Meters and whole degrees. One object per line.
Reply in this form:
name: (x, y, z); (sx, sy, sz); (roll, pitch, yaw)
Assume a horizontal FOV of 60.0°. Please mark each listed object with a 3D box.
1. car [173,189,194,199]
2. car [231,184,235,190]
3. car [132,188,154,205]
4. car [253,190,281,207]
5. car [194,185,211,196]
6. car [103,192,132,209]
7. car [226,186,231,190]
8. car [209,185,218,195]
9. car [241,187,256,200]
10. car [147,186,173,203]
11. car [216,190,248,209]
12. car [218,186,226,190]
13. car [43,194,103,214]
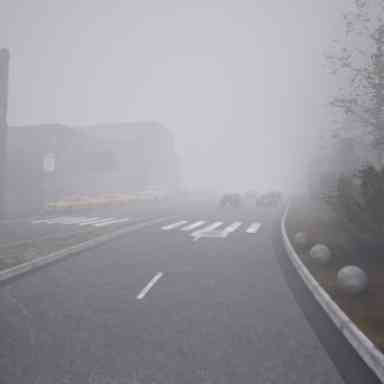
car: (-1.752, 0.260, 54.432); (2.163, 1.488, 4.792); (0, 2, 17)
car: (9.668, -0.870, 91.301); (2.185, 1.767, 4.553); (0, 2, 17)
car: (-6.733, 0.653, 38.335); (1.946, 1.575, 5.366); (0, 2, 17)
car: (7.972, 0.827, 35.130); (1.994, 1.385, 4.181); (0, 2, 18)
car: (1.530, -0.049, 65.019); (2.231, 1.521, 4.892); (0, 2, 17)
car: (-8.367, 0.792, 33.059); (1.946, 1.575, 5.366); (0, 2, 17)
car: (7.971, -0.603, 85.821); (1.946, 1.575, 5.366); (0, 2, 17)
car: (3.152, -0.440, 70.255); (2.435, 2.045, 5.566); (0, 2, 17)
car: (8.669, 0.456, 48.065); (1.812, 1.442, 4.674); (0, 2, 18)
car: (-5.014, 0.258, 43.875); (2.435, 2.045, 5.566); (0, 2, 17)
car: (4.081, 0.826, 33.407); (1.837, 1.490, 4.892); (0, 1, 17)
car: (5.885, -0.425, 79.275); (2.231, 1.521, 4.892); (0, 2, 18)
car: (-10.010, 0.934, 27.788); (1.946, 1.575, 5.366); (0, 2, 17)
